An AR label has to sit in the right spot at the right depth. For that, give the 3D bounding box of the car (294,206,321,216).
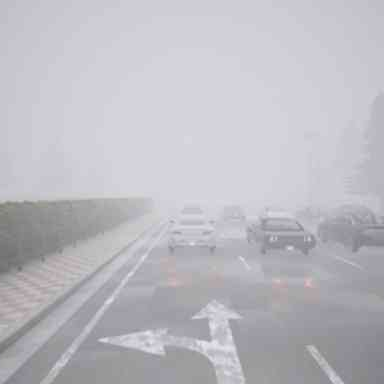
[{"bbox_3d":[10.508,1.870,29.104,1.895,1.301,4.718,0,0,0],"label":"car"}]

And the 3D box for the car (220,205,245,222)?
[{"bbox_3d":[3.507,1.816,28.987,2.033,1.411,5.357,0,0,0],"label":"car"}]

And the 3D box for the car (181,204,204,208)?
[{"bbox_3d":[0.011,1.764,29.304,2.128,1.511,4.902,0,0,0],"label":"car"}]

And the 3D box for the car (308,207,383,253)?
[{"bbox_3d":[7.005,1.625,14.291,2.128,1.511,4.902,0,0,0],"label":"car"}]

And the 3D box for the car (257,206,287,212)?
[{"bbox_3d":[7.008,1.870,29.103,1.895,1.301,4.718,0,0,0],"label":"car"}]

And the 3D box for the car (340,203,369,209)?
[{"bbox_3d":[14.011,1.779,29.301,1.837,1.490,4.892,0,0,0],"label":"car"}]

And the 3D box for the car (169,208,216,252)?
[{"bbox_3d":[0.006,1.660,14.389,1.812,1.442,4.674,0,0,0],"label":"car"}]

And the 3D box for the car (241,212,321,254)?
[{"bbox_3d":[3.504,1.732,14.105,1.895,1.301,4.718,0,0,0],"label":"car"}]
